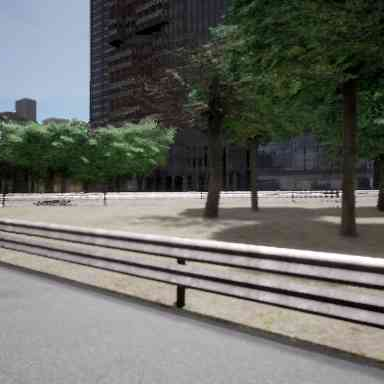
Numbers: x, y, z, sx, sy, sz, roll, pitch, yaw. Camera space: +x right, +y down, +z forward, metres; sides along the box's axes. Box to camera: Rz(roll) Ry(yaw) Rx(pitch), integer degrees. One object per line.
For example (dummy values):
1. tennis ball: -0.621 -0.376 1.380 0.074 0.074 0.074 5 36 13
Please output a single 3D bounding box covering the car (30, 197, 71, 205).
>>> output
1. car: -16.950 0.811 39.942 4.674 1.442 1.812 -1 0 0
